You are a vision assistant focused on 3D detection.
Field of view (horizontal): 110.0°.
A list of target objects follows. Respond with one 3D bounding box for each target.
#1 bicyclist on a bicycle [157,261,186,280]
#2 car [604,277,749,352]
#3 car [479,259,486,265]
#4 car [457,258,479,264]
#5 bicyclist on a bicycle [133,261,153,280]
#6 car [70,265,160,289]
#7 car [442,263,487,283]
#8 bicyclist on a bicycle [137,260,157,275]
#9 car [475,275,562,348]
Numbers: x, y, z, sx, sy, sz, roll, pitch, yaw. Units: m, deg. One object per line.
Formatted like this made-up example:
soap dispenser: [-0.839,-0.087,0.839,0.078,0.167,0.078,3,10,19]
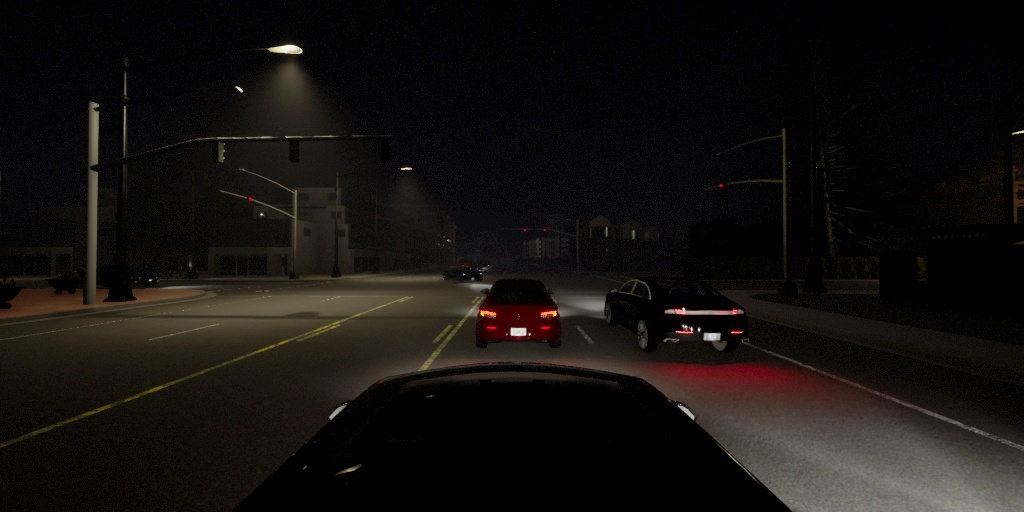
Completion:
bicyclist on a bicycle: [-29.288,1.231,31.026,1.656,1.620,0.582,1,-1,-22]
car: [3.655,1.250,8.895,2.128,1.511,4.902,0,0,1]
car: [-6.292,1.660,62.908,2.033,1.411,5.357,0,0,1]
car: [-6.476,1.347,50.827,2.150,2.045,5.566,0,-1,1]
bicyclist on a bicycle: [-32.652,1.247,31.741,1.656,1.620,0.582,1,1,19]
car: [-25.857,1.332,23.292,4.892,1.490,1.837,0,-1,1]
car: [-4.206,1.524,30.095,1.895,1.301,4.718,0,-1,-30]
bicyclist on a bicycle: [-31.218,1.140,31.309,1.656,1.620,0.582,23,0,-24]
car: [0.165,1.288,9.140,1.812,1.442,4.674,0,0,1]
